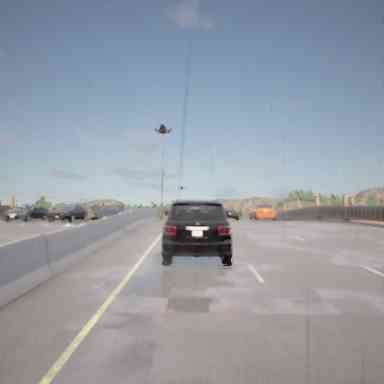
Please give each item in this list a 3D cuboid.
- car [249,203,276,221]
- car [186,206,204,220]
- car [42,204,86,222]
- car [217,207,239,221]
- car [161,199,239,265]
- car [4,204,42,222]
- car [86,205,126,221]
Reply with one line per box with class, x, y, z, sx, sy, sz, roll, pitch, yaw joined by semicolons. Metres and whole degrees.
car;7.298;2.084;34.809;2.097;1.767;4.553;0;-4;0
car;0.302;2.282;35.600;1.812;1.442;4.674;0;-4;0
car;-10.342;1.754;28.048;1.882;1.535;5.008;0;-2;0
car;3.802;2.343;35.676;1.994;1.385;4.181;0;-4;0
car;0.163;1.258;11.959;2.150;2.045;5.566;0;0;0
car;-13.842;1.759;28.070;2.128;1.511;4.902;0;-2;0
car;-6.843;1.825;28.024;2.033;1.411;5.357;0;-2;0
